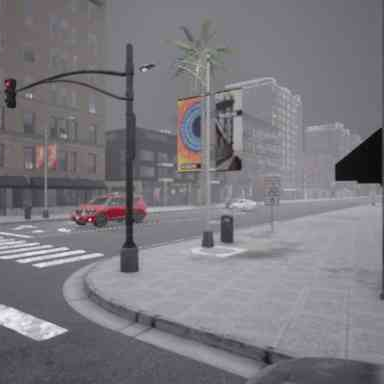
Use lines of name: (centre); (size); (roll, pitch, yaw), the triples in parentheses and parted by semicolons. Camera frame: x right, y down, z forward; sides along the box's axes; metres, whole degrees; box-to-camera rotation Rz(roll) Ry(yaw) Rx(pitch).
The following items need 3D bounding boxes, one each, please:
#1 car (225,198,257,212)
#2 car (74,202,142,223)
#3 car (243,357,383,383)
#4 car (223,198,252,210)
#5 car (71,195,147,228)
car: (6.127, 1.579, 39.478); (1.812, 1.442, 4.674); (0, 0, 35)
car: (-6.649, 1.560, 27.015); (2.033, 1.411, 5.357); (0, 0, 35)
car: (2.086, 1.551, 1.360); (4.403, 1.369, 2.008); (0, 0, 35)
car: (6.317, 1.566, 45.355); (1.837, 1.490, 4.892); (0, -1, 36)
car: (-5.533, 1.233, 22.952); (2.150, 2.045, 5.566); (0, 0, 35)
